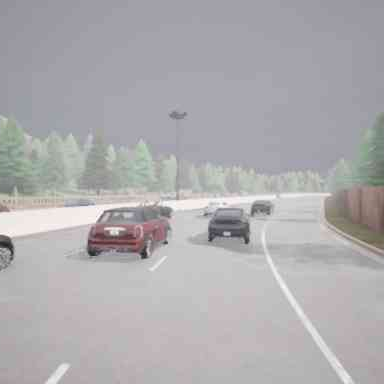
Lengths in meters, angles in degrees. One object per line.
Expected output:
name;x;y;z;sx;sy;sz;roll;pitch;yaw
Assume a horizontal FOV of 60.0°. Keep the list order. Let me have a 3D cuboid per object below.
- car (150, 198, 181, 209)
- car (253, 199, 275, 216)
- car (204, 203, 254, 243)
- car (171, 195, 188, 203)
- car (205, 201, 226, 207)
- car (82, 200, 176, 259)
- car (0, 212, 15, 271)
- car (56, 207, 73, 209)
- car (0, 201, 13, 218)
car;-3.545;1.519;45.159;2.033;1.411;5.357;0;0;22
car;7.161;1.528;33.613;1.837;1.490;4.892;0;0;21
car;1.935;1.509;16.386;1.837;1.490;4.892;0;0;11
car;-2.450;1.414;66.854;1.812;1.442;4.674;0;0;22
car;2.446;1.528;31.017;1.812;1.442;4.674;0;0;19
car;-2.218;1.339;12.886;2.097;1.767;4.553;0;0;8
car;-6.350;1.461;7.986;2.128;1.511;4.902;0;0;5
car;-11.663;1.464;33.628;1.812;1.442;4.674;0;0;19
car;-17.210;1.480;27.325;1.994;1.385;4.181;0;0;15
